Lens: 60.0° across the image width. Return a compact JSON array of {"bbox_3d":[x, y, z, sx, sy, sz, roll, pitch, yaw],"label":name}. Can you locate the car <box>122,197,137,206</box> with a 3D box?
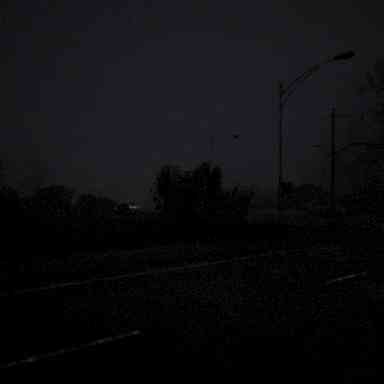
[{"bbox_3d":[-11.466,1.699,58.447,1.812,1.442,4.674,0,0,-38],"label":"car"}]

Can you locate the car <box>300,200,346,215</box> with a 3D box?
[{"bbox_3d":[14.524,1.680,37.229,1.882,1.535,5.008,0,0,-39],"label":"car"}]

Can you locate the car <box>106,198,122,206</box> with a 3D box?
[{"bbox_3d":[-14.413,1.696,56.534,2.033,1.411,5.357,0,0,-39],"label":"car"}]
